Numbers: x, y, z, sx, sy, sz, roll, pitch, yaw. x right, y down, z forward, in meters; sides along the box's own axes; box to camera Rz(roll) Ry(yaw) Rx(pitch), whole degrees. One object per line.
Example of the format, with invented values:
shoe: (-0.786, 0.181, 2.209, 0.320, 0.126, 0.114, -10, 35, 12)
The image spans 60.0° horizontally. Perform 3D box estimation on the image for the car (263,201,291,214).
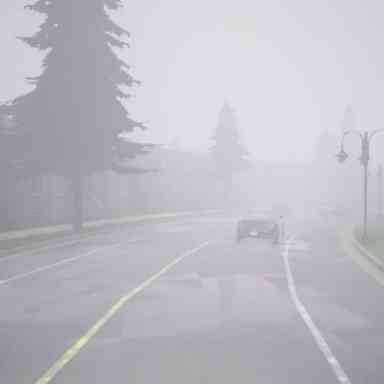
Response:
car: (7.418, 1.560, 30.673, 2.033, 1.411, 5.357, 0, 0, 38)

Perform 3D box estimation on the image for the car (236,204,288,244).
car: (3.336, 1.529, 15.907, 1.812, 1.442, 4.674, 0, 0, 20)

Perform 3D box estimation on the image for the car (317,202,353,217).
car: (14.135, 1.658, 32.648, 1.895, 1.301, 4.718, 0, 0, 45)
